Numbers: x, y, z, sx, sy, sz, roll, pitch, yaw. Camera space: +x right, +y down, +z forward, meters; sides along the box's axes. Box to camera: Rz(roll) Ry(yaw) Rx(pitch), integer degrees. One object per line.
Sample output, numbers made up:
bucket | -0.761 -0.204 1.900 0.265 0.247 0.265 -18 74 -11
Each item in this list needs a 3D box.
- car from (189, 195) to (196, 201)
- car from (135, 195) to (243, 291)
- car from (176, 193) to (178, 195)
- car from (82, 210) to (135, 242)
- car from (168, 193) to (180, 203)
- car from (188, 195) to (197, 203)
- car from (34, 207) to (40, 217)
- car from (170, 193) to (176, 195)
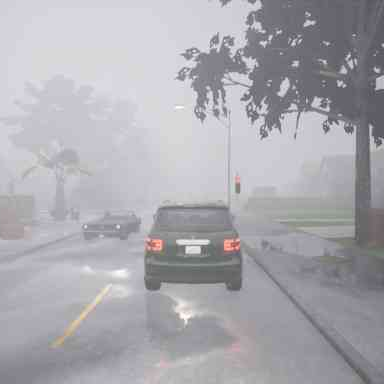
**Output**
car | 0.094 1.478 88.123 1.882 1.535 5.008 0 0 0
car | 0.047 1.221 9.170 2.150 2.045 5.566 0 0 1
car | -3.992 1.491 62.812 2.128 1.511 4.902 0 0 0
car | -3.842 1.601 16.683 1.895 1.301 4.718 0 0 3
car | -3.922 1.225 73.325 2.150 2.045 5.566 0 0 0
car | 0.139 1.503 70.708 1.837 1.490 4.892 0 0 0
car | -15.700 1.526 28.901 4.674 1.442 1.812 0 0 0
car | -4.036 1.352 52.410 2.097 1.767 4.553 0 0 0
